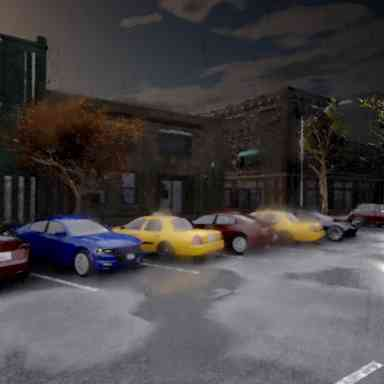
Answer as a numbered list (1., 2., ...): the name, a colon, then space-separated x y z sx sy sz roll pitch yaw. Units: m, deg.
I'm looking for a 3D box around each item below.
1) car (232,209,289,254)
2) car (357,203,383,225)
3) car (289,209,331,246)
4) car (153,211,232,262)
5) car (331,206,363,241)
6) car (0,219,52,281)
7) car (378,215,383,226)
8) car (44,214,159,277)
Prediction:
1. car: 1.119 1.549 13.891 5.008 1.535 2.097 -1 -1 34
2. car: 13.140 1.526 22.493 4.553 1.767 2.185 -1 -1 35
3. car: 3.370 1.569 15.703 5.366 1.575 1.946 -1 -1 35
4. car: -1.450 1.527 12.270 5.366 1.575 1.946 -1 -1 35
5. car: 5.963 1.620 17.312 4.792 1.488 2.163 -1 -1 34
6. car: -6.140 1.517 8.750 4.792 1.488 2.163 -1 -1 35
7. car: 9.079 1.626 12.318 4.674 1.442 1.812 0 0 -35
8. car: -3.708 1.508 10.449 5.008 1.535 2.097 -1 -1 35
